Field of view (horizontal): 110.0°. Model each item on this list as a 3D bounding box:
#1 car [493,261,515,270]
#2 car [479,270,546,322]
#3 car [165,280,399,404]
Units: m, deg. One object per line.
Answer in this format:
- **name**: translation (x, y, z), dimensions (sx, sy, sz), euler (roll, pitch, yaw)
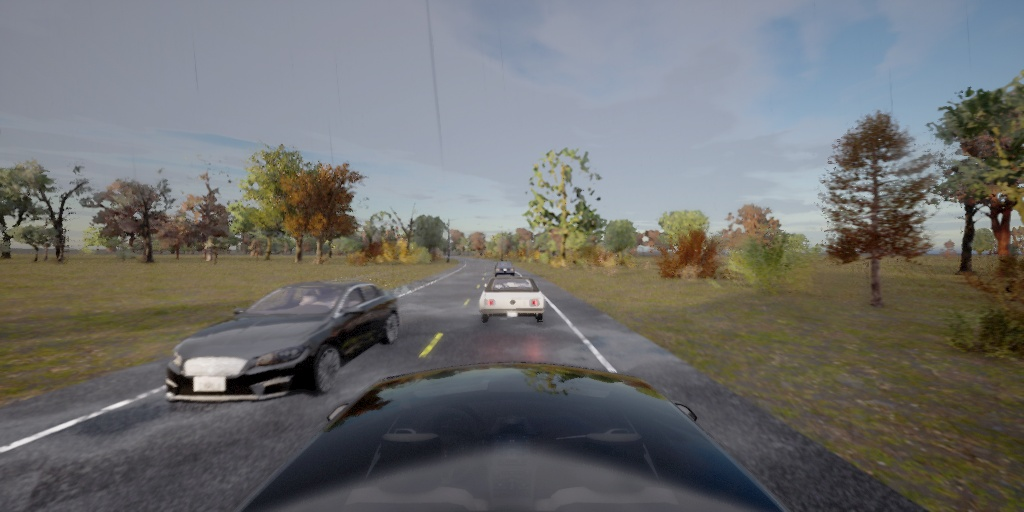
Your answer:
- **car**: translation (-0.710, 1.187, 32.616), dimensions (2.033, 1.411, 5.357), euler (0, 0, -3)
- **car**: translation (-0.019, 1.321, 12.166), dimensions (1.895, 1.301, 4.718), euler (0, 0, -1)
- **car**: translation (-3.562, 1.232, 6.650), dimensions (2.128, 1.511, 4.902), euler (0, 0, -1)
